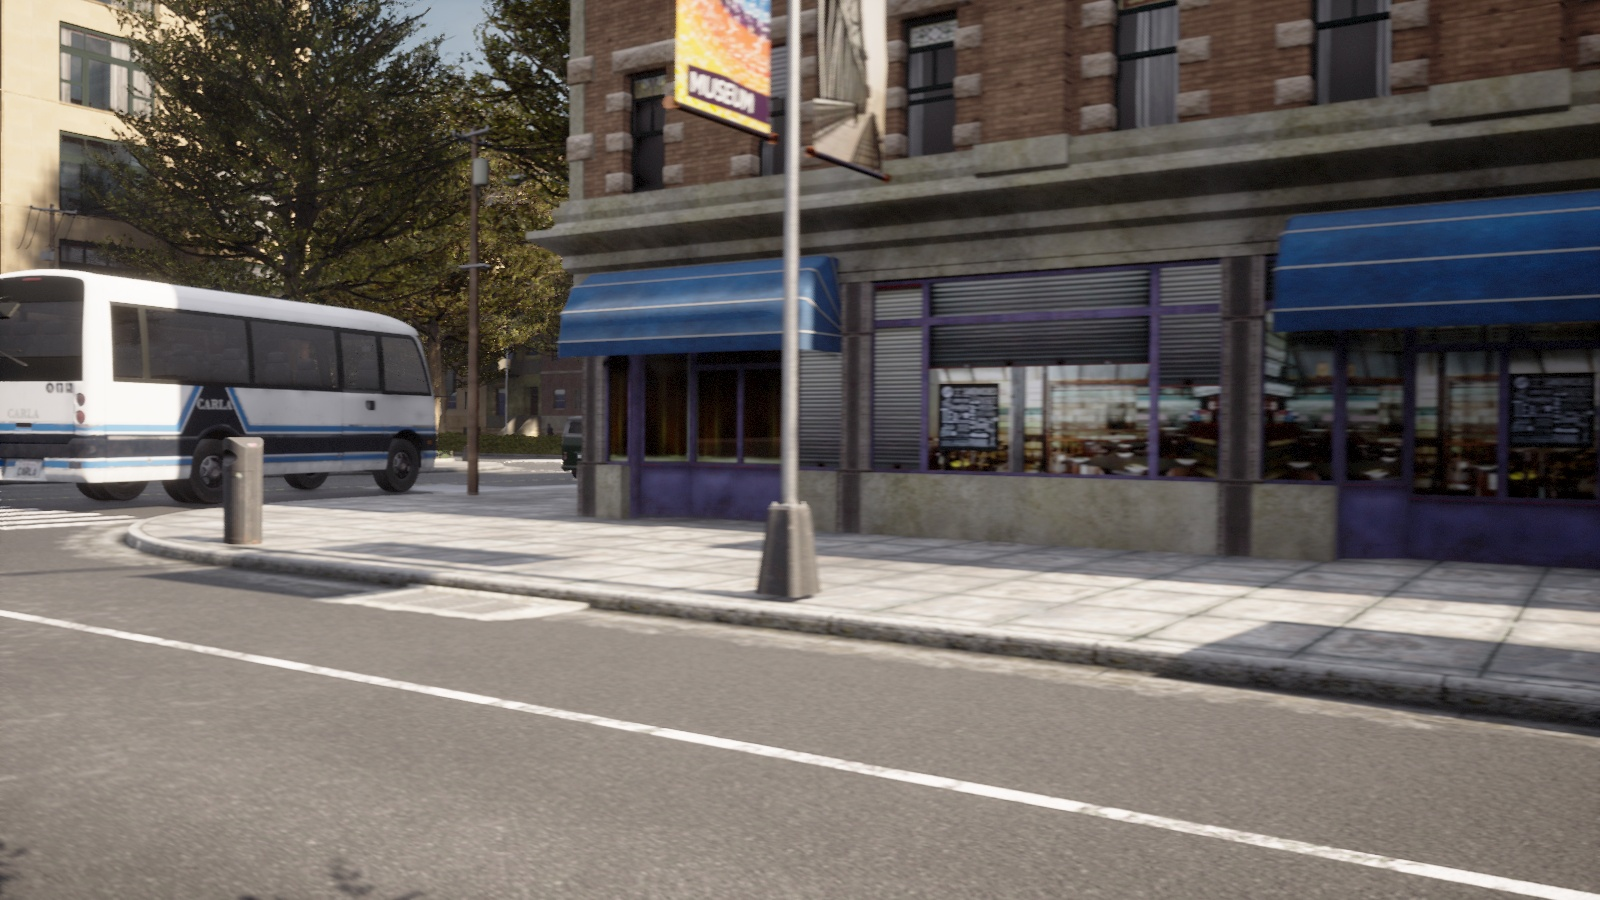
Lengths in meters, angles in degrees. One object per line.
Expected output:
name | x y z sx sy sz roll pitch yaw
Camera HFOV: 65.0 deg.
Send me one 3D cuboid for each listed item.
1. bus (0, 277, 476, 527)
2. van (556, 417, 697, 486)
bus | -11.635 -0.907 26.919 3.944 4.253 10.273 0 1 20
van | -5.185 0.011 38.139 1.775 1.987 4.442 0 1 33
